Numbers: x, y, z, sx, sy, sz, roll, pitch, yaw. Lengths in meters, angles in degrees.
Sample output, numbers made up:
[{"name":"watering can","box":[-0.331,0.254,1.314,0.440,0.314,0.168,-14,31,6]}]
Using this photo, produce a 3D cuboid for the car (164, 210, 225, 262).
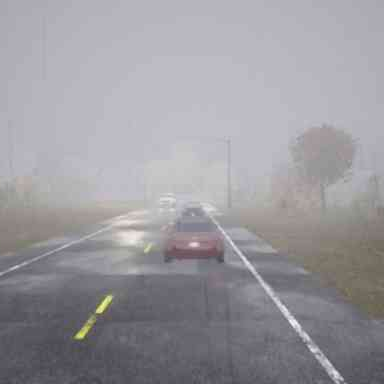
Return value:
[{"name":"car","box":[0.075,1.563,12.092,1.994,1.385,4.181,0,0,0]}]

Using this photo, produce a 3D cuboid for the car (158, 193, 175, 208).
[{"name":"car","box":[-3.578,1.232,48.228,2.150,2.045,5.566,0,0,0]}]

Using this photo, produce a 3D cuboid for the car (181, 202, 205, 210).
[{"name":"car","box":[0.077,1.526,27.656,1.812,1.442,4.674,0,0,0]}]
